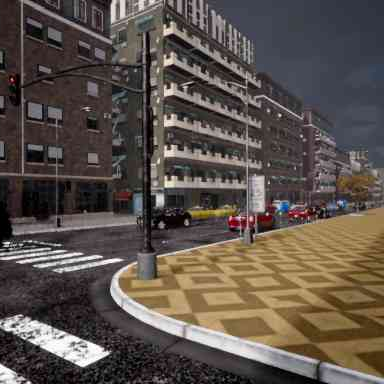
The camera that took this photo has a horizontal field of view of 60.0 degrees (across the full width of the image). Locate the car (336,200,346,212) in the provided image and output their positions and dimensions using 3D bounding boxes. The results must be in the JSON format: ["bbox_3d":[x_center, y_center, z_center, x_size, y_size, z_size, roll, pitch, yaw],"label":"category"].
[{"bbox_3d":[23.425,2.468,54.417,2.033,1.411,5.357,-1,-1,36],"label":"car"}]

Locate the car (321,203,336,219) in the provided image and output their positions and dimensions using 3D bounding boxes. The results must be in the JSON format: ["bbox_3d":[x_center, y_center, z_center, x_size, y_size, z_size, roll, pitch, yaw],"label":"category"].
[{"bbox_3d":[13.786,2.141,36.120,1.947,1.339,4.313,-2,-2,35],"label":"car"}]

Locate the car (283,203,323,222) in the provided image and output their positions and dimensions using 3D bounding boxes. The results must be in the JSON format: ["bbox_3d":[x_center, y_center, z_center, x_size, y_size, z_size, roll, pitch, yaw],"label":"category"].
[{"bbox_3d":[10.555,2.032,31.486,1.887,1.381,4.507,-2,-2,35],"label":"car"}]

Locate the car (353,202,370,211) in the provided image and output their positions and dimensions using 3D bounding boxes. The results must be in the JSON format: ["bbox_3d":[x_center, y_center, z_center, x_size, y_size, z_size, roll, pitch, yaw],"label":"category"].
[{"bbox_3d":[29.937,2.583,59.293,1.947,1.339,4.313,-2,-2,35],"label":"car"}]

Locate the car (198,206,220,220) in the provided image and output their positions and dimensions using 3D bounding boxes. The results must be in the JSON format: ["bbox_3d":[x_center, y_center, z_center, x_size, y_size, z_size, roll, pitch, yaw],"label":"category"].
[{"bbox_3d":[0.404,2.002,31.462,1.752,1.417,4.829,-2,-2,35],"label":"car"}]

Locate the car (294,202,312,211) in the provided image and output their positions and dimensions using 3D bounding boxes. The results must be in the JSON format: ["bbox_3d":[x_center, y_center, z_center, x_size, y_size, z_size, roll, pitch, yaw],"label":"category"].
[{"bbox_3d":[19.884,2.554,59.409,1.887,1.381,4.507,-2,-2,35],"label":"car"}]

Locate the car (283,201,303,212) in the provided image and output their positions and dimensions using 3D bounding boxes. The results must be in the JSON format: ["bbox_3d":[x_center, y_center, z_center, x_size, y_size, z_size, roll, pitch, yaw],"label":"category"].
[{"bbox_3d":[16.652,2.361,54.777,1.967,1.590,4.097,-2,-2,35],"label":"car"}]

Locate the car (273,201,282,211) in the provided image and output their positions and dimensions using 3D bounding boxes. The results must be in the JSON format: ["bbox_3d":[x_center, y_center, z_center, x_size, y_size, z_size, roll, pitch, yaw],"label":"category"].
[{"bbox_3d":[10.192,2.289,45.505,1.887,1.381,4.507,-2,-2,35],"label":"car"}]

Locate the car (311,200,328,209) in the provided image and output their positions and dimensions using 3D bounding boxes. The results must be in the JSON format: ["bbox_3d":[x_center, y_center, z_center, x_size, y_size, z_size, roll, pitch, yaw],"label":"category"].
[{"bbox_3d":[26.342,2.501,68.685,2.192,1.841,5.009,-2,-2,35],"label":"car"}]

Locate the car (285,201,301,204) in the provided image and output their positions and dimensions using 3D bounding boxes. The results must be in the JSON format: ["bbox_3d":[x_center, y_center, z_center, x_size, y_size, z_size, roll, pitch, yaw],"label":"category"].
[{"bbox_3d":[15.746,2.253,48.807,1.812,1.442,4.674,-1,-1,35],"label":"car"}]

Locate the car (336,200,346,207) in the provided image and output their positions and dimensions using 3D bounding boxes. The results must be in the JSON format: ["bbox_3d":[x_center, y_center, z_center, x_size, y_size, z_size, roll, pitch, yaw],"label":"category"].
[{"bbox_3d":[39.166,2.882,87.162,1.690,1.788,3.998,-2,-2,35],"label":"car"}]

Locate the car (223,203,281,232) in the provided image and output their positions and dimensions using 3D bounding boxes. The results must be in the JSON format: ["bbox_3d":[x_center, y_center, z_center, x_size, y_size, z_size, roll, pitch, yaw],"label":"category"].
[{"bbox_3d":[4.093,1.751,22.219,1.967,1.590,4.097,-2,-2,35],"label":"car"}]

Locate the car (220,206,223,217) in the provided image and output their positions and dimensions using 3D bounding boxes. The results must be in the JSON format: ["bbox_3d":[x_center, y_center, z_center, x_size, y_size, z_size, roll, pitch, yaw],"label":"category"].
[{"bbox_3d":[3.635,2.090,36.096,1.752,1.417,4.829,-2,-2,35],"label":"car"}]

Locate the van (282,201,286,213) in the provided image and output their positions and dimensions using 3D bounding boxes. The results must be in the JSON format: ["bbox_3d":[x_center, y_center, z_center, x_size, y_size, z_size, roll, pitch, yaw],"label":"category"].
[{"bbox_3d":[13.421,2.174,50.145,1.690,1.788,3.998,-2,-2,35],"label":"van"}]

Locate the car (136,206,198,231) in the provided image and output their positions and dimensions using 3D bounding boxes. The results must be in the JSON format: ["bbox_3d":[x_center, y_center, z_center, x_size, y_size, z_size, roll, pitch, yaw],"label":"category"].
[{"bbox_3d":[-1.899,1.837,23.665,1.837,1.490,4.892,-1,-2,35],"label":"car"}]

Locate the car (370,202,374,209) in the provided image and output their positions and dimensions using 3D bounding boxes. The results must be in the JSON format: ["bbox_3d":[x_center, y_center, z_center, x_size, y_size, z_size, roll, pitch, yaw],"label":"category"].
[{"bbox_3d":[36.397,2.745,68.563,2.008,1.369,4.403,-2,-2,35],"label":"car"}]

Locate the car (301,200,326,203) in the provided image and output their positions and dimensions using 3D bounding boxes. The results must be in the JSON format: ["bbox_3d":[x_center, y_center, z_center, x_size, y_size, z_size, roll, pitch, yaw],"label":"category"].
[{"bbox_3d":[16.624,2.238,44.645,1.837,1.490,4.892,-1,-2,35],"label":"car"}]

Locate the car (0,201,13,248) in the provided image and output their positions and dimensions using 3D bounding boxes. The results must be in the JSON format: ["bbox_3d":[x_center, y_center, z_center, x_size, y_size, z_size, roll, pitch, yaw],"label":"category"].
[{"bbox_3d":[-8.984,1.257,11.460,2.150,2.045,5.566,0,-2,19],"label":"car"}]

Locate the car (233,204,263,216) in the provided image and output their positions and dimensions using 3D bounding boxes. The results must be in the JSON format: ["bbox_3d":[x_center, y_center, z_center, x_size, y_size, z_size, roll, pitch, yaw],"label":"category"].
[{"bbox_3d":[6.963,2.222,40.870,1.947,1.339,4.313,-2,-2,35],"label":"car"}]
